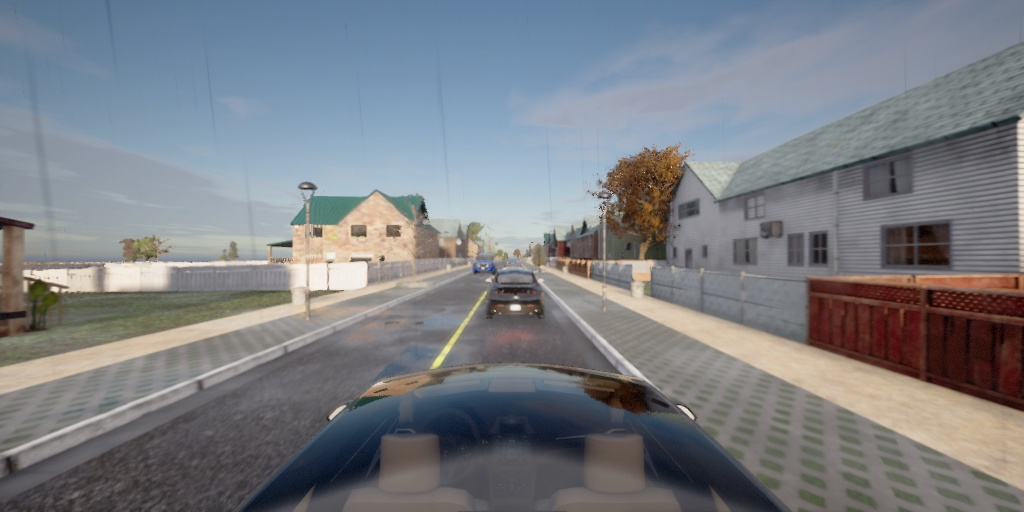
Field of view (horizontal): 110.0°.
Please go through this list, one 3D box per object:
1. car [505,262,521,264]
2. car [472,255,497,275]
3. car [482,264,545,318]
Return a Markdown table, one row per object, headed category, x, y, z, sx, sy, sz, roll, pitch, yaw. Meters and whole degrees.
| category | x | y | z | sx | sy | sz | roll | pitch | yaw |
| --- | --- | --- | --- | --- | --- | --- | --- | --- | --- |
| car | 0.098 | 1.247 | 33.026 | 1.895 | 1.301 | 4.718 | 0 | 0 | 0 |
| car | -2.790 | 0.862 | 37.480 | 2.150 | 2.045 | 5.566 | 0 | 0 | 1 |
| car | 0.102 | 1.210 | 12.709 | 1.837 | 1.490 | 4.892 | 0 | 1 | 0 |
